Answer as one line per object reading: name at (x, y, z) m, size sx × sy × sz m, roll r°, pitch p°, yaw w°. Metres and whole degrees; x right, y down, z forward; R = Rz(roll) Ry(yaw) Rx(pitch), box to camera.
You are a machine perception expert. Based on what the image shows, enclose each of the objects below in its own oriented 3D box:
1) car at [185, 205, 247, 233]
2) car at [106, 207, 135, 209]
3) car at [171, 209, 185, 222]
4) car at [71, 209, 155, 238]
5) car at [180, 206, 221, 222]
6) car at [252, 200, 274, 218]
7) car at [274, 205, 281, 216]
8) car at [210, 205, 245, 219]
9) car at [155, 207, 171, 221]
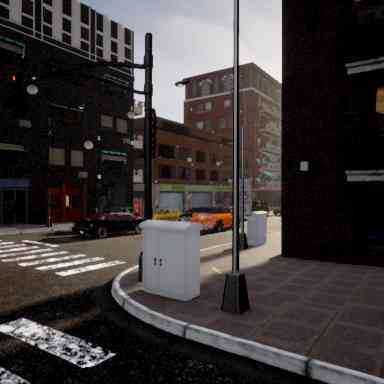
car at (1.884, 1.772, 23.467) m, size 2.097 × 1.767 × 4.553 m, roll 0°, pitch -1°, yaw 35°
car at (-5.413, 1.758, 23.125) m, size 1.967 × 1.590 × 4.097 m, roll -1°, pitch -2°, yaw 35°
car at (0.701, 1.962, 27.337) m, size 1.837 × 1.490 × 4.892 m, roll 0°, pitch -1°, yaw 35°
car at (-4.661, 1.881, 19.647) m, size 1.895 × 1.301 × 4.718 m, roll 0°, pitch -1°, yaw 35°
car at (0.903, 2.092, 32.184) m, size 1.947 × 1.339 × 4.313 m, roll -1°, pitch -2°, yaw 35°
car at (6.380, 1.866, 35.485) m, size 2.150 × 2.045 × 5.566 m, roll 0°, pitch -1°, yaw 35°
car at (12.504, 2.394, 44.200) m, size 2.033 × 1.411 × 5.357 m, roll 0°, pitch -1°, yaw 35°
car at (3.964, 2.153, 36.577) m, size 1.752 × 1.417 × 4.829 m, roll -1°, pitch -2°, yaw 35°
car at (-2.352, 1.944, 27.514) m, size 1.752 × 1.417 × 4.829 m, roll -1°, pitch -2°, yaw 35°
